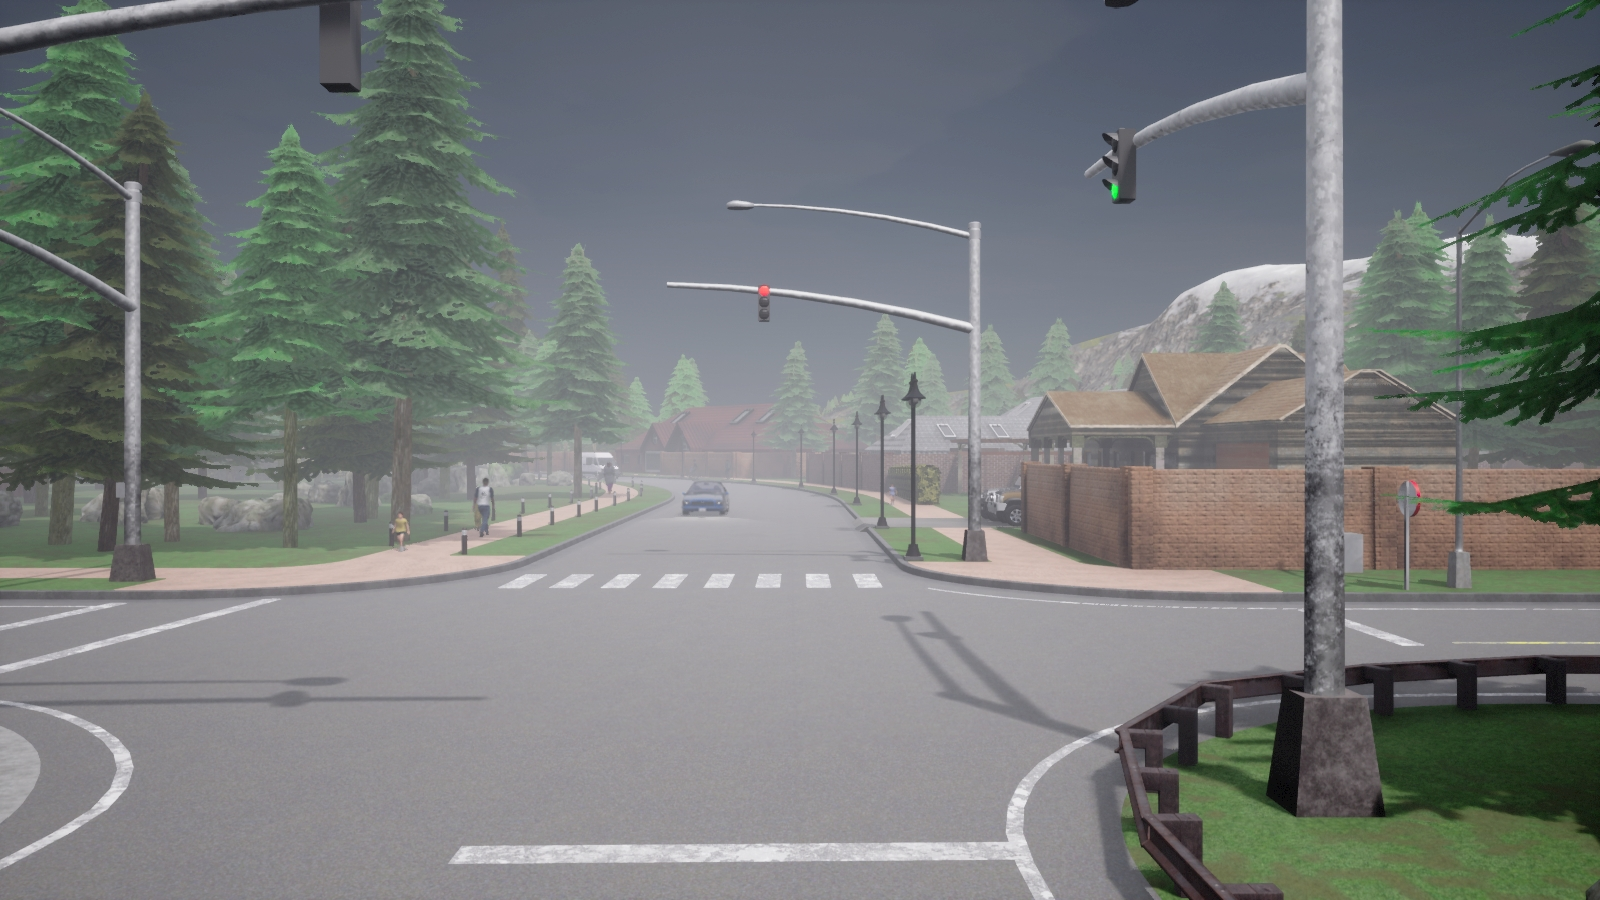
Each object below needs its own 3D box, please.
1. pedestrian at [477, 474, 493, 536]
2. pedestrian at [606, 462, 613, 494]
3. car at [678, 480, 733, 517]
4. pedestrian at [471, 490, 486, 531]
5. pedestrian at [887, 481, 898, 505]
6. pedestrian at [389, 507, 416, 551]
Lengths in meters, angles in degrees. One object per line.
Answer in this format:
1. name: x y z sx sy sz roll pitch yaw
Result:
1. pedestrian: -9.512 1.664 34.474 0.375 1.860 0.375 0 0 3
2. pedestrian: -11.237 1.664 67.317 0.375 1.860 0.375 0 0 -8
3. car: -4.043 2.072 49.706 2.033 1.411 5.357 0 0 -1
4. pedestrian: -10.351 1.943 36.765 0.375 1.300 0.375 0 0 2
5. pedestrian: 4.390 2.046 54.309 0.500 1.100 0.500 0 0 3
6. pedestrian: -10.275 2.044 29.518 0.500 1.100 0.500 0 0 4
